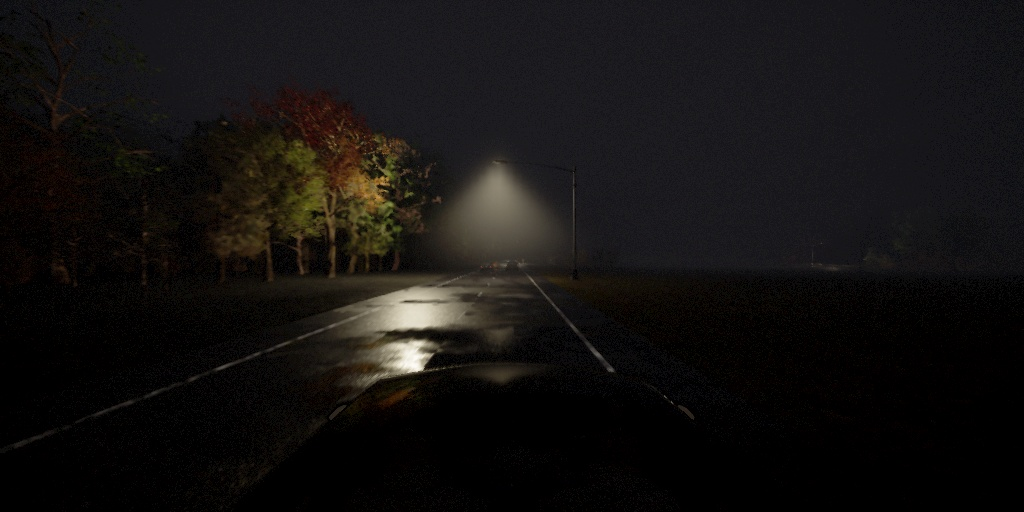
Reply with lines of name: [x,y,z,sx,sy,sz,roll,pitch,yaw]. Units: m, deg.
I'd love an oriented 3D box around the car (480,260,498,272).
car: [-3.484,1.521,50.956,2.033,1.411,5.357,0,0,0]

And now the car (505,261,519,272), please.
car: [0.018,1.539,51.518,1.994,1.385,4.181,0,0,0]
